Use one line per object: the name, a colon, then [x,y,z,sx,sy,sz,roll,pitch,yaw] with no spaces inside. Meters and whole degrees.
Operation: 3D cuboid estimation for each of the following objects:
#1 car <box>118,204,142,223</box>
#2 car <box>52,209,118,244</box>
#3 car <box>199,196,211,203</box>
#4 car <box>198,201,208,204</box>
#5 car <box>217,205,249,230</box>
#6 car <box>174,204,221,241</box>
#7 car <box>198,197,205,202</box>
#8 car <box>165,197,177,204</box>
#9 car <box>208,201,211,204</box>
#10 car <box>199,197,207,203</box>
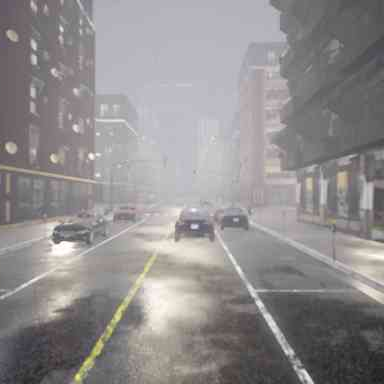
car: [-5.229,1.706,27.446,1.887,1.381,4.507,1,0,0]
car: [-5.247,1.644,16.105,2.008,1.369,4.403,1,0,0]
car: [2.809,1.946,65.517,1.887,1.381,4.507,1,0,0]
car: [0.143,1.777,29.901,1.895,1.301,4.718,0,0,0]
car: [2.609,1.693,21.791,1.947,1.339,4.313,1,0,0]
car: [0.130,1.605,17.352,2.163,1.488,4.792,0,0,0]
car: [2.725,2.162,93.964,1.947,1.339,4.313,1,0,0]
car: [-5.198,2.028,76.898,2.008,1.369,4.403,1,0,0]
car: [2.618,1.706,27.461,1.887,1.381,4.507,1,0,0]
car: [2.708,1.957,82.586,1.967,1.590,4.097,1,0,0]
